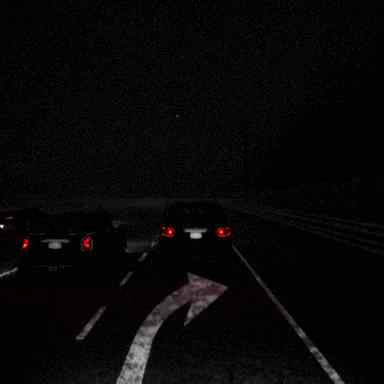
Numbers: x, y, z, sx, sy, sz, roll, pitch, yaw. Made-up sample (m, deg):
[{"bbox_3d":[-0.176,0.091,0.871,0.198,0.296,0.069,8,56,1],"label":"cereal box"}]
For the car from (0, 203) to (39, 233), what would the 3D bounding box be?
[{"bbox_3d":[-10.384,1.656,20.683,1.837,1.490,4.892,0,-1,0],"label":"car"}]

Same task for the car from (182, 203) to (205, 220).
[{"bbox_3d":[0.126,1.854,32.275,2.033,1.411,5.357,0,-1,0],"label":"car"}]

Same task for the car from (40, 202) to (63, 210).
[{"bbox_3d":[-24.478,2.449,58.091,1.895,1.301,4.718,0,-1,1],"label":"car"}]

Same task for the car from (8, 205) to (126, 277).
[{"bbox_3d":[-3.492,1.413,10.606,2.097,1.767,4.553,0,0,0],"label":"car"}]

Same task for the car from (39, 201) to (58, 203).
[{"bbox_3d":[-21.027,2.102,47.519,1.837,1.490,4.892,0,-1,0],"label":"car"}]

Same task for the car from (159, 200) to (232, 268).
[{"bbox_3d":[0.109,1.290,11.722,2.150,2.045,5.566,0,0,0],"label":"car"}]

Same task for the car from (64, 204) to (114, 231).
[{"bbox_3d":[-6.882,1.653,22.825,1.882,1.535,5.008,0,-1,0],"label":"car"}]

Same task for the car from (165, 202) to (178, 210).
[{"bbox_3d":[-3.454,2.369,56.342,1.994,1.385,4.181,0,-1,0],"label":"car"}]
